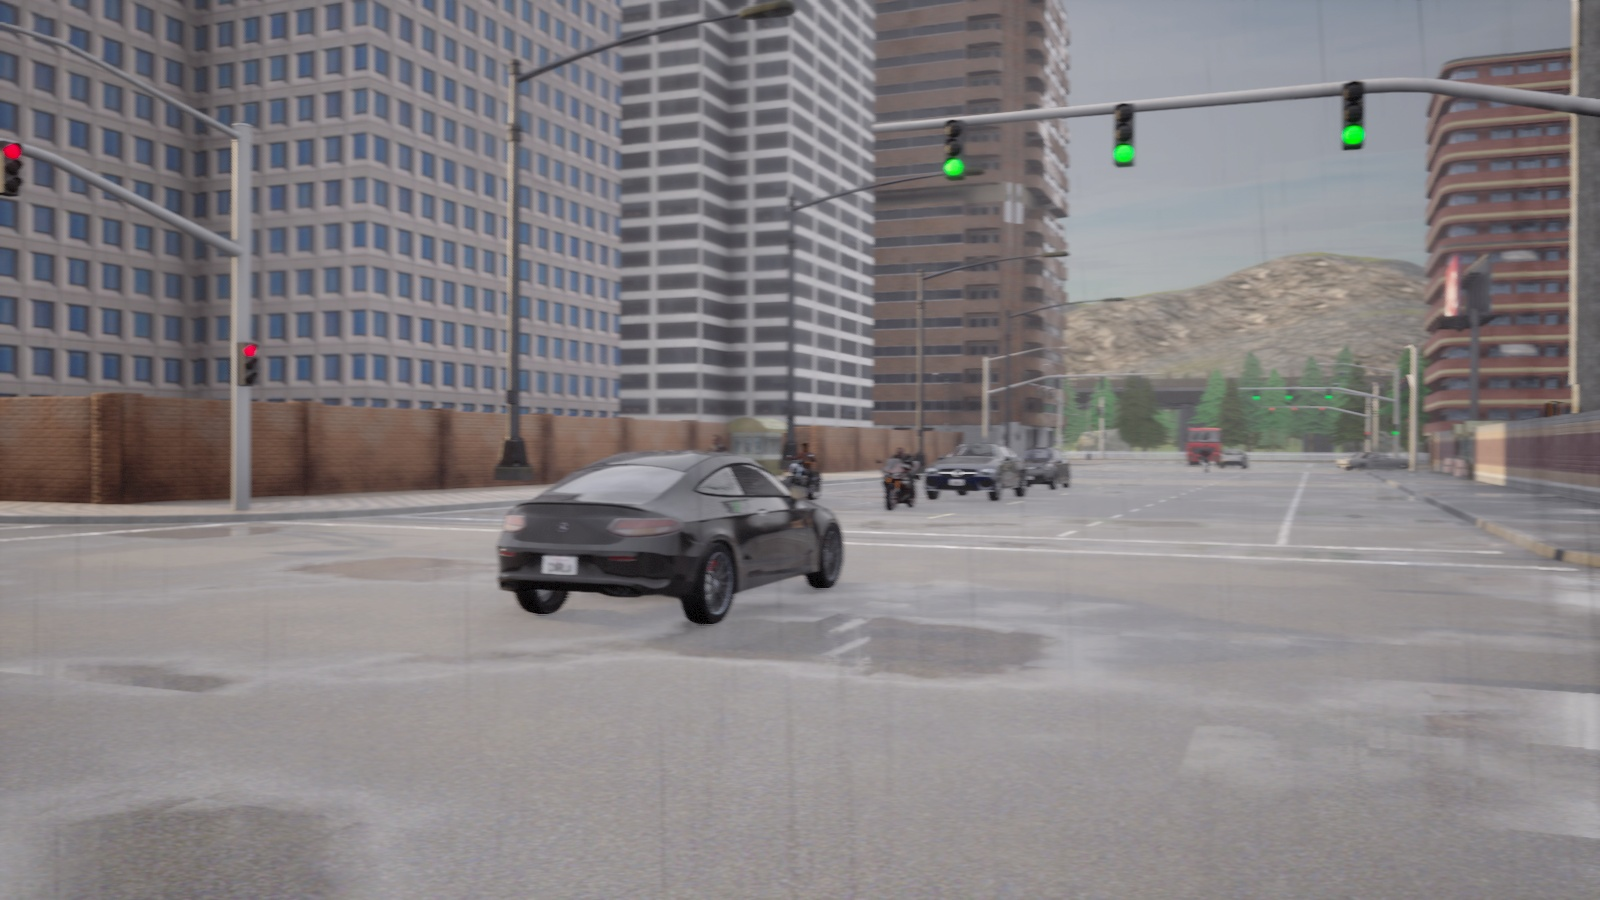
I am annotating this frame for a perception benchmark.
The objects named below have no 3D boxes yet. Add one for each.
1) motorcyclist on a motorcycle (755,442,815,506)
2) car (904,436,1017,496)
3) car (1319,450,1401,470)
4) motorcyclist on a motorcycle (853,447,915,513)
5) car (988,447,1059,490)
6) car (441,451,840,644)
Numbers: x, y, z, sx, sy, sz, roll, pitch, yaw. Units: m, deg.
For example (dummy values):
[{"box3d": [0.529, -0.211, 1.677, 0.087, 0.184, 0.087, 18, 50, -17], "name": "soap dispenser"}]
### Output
[{"box3d": [-0.376, 0.606, 33.732, 0.766, 1.649, 2.350, 0, 0, 22], "name": "motorcyclist on a motorcycle"}, {"box3d": [4.858, 0.430, 37.409, 2.152, 1.651, 5.027, 0, 0, 22], "name": "car"}, {"box3d": [37.862, 0.659, 84.987, 4.718, 1.301, 1.895, 0, 0, -2], "name": "car"}, {"box3d": [2.044, 0.702, 30.350, 0.866, 1.530, 2.191, 0, 0, 22], "name": "motorcyclist on a motorcycle"}, {"box3d": [8.166, 0.647, 45.704, 1.845, 1.501, 3.633, 0, 0, 22], "name": "car"}, {"box3d": [-1.223, 0.736, 11.965, 1.812, 1.442, 4.674, 0, 0, 20], "name": "car"}]
